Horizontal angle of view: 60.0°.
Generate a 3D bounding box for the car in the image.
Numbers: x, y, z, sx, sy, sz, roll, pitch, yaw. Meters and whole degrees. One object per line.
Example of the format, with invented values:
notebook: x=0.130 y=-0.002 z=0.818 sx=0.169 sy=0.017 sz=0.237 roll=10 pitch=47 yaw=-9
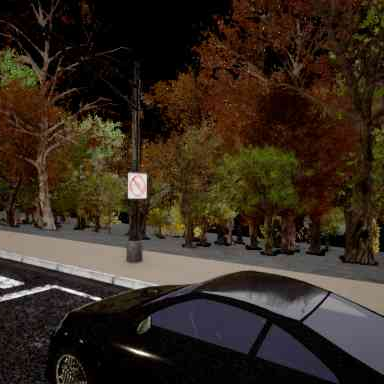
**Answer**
car: x=0.374 y=1.564 z=3.420 sx=4.181 sy=1.385 sz=1.994 roll=0 pitch=0 yaw=36
